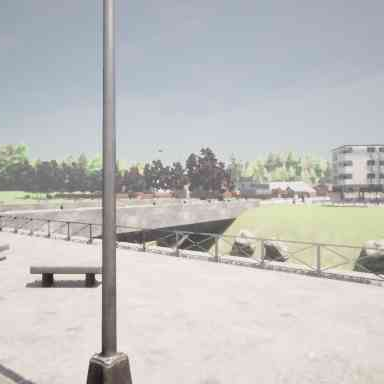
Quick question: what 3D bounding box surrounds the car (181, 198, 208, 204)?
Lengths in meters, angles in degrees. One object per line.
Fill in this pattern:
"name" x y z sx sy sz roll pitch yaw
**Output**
"car" 0.414 1.600 49.319 1.895 1.301 4.718 0 0 36
